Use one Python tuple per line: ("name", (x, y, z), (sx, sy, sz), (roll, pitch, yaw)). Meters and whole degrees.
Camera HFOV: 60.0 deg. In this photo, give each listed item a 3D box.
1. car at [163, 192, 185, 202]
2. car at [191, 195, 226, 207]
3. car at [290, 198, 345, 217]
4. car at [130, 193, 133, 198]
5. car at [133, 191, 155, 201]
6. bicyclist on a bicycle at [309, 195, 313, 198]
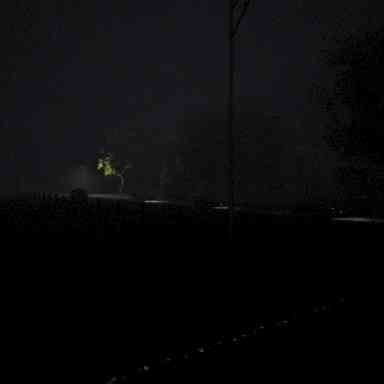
("car", (-3.017, 0.767, 54.325), (1.882, 1.535, 5.008), (0, 0, -33))
("car", (1.975, 1.060, 41.301), (2.033, 1.411, 5.357), (0, 1, -33))
("car", (10.520, 1.284, 28.232), (1.812, 1.442, 4.674), (0, 1, -33))
("car", (-10.712, 0.553, 66.062), (2.128, 1.511, 4.902), (0, 1, -33))
("car", (-7.865, 0.788, 56.505), (1.994, 1.385, 4.181), (0, 1, -33))
("bicyclist on a bicycle", (12.758, 1.125, 35.730), (1.656, 1.620, 0.582), (0, 1, -33))
